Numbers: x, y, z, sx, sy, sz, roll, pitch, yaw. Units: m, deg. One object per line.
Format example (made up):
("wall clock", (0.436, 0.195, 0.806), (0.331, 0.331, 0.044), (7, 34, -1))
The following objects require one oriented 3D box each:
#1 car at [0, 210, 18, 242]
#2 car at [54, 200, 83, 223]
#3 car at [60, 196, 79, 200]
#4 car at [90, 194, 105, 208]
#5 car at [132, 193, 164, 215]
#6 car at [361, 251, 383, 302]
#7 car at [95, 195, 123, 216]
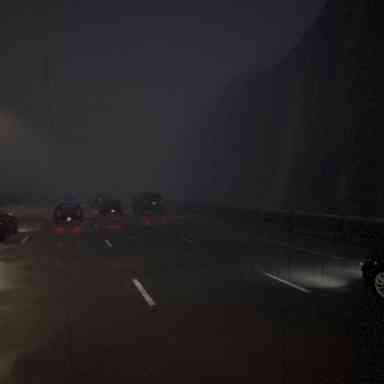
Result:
("car", (-9.624, 1.507, 15.811), (1.994, 1.385, 4.181), (0, 0, -20))
("car", (-9.072, 1.485, 24.504), (1.895, 1.301, 4.718), (0, 0, -20))
("car", (-13.651, 1.208, 37.046), (1.882, 1.535, 5.008), (0, 1, -20))
("car", (-11.456, 1.039, 41.239), (2.097, 1.767, 4.553), (0, 1, -20))
("car", (-4.255, 1.061, 31.726), (2.150, 2.045, 5.566), (0, 0, -20))
("car", (5.267, 1.513, 5.644), (1.837, 1.490, 4.892), (0, 0, -20))
("car", (-7.560, 1.340, 30.569), (1.837, 1.490, 4.892), (0, 0, -20))
